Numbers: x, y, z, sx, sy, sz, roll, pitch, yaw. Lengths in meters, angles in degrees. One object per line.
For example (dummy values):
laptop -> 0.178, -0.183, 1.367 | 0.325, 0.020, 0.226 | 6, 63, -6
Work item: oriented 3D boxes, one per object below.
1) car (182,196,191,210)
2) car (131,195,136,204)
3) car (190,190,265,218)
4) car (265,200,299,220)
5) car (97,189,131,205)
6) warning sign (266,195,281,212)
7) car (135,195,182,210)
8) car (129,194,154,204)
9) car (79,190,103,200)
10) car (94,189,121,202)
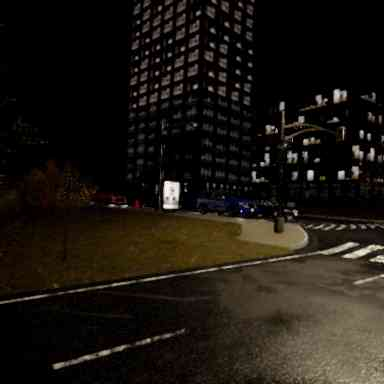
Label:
car -> 0.481, 1.204, 34.398 | 1.882, 1.535, 5.008 | 4, -1, -40
car -> -6.574, 1.118, 42.735 | 1.895, 1.301, 4.718 | 4, -1, -41
car -> 2.713, 0.934, 26.595 | 2.150, 2.045, 5.566 | 4, -1, -39
car -> 6.374, 1.395, 27.222 | 2.128, 1.511, 4.902 | 4, -1, -40
car -> -10.092, 0.682, 41.856 | 2.097, 1.767, 4.553 | 4, -1, -41
warning sign -> 9.436, 1.346, 38.431 | 1.300, 1.860, 1.060 | 2, -1, -40
car -> -3.524, 1.126, 34.118 | 1.895, 1.301, 4.718 | 4, -1, -40
car -> -8.409, 1.197, 54.901 | 1.994, 1.385, 4.181 | 4, -1, -41
car -> -16.559, 0.401, 54.240 | 1.812, 1.442, 4.674 | 4, -1, -42
car -> -14.531, 0.591, 56.938 | 2.150, 2.045, 5.566 | 4, -1, -42
